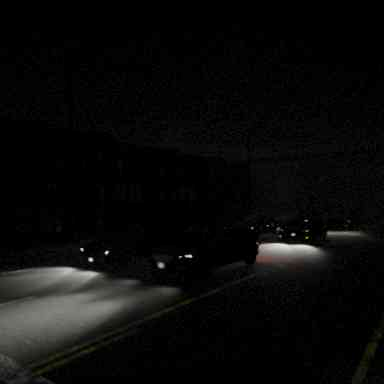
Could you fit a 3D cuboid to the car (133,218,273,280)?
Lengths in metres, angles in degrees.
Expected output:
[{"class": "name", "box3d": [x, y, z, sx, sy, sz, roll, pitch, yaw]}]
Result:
[{"class": "car", "box3d": [0.634, 1.875, 11.449, 2.128, 1.511, 4.902, -2, -2, 38]}]

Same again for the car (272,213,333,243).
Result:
[{"class": "car", "box3d": [6.566, 2.145, 19.530, 1.994, 1.385, 4.181, -2, -2, 35]}]

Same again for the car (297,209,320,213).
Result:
[{"class": "car", "box3d": [10.698, 2.411, 30.956, 1.837, 1.490, 4.892, -2, -1, 37]}]

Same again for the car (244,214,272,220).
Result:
[{"class": "car", "box3d": [4.289, 2.225, 22.302, 1.812, 1.442, 4.674, -2, -2, 36]}]

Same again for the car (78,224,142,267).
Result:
[{"class": "car", "box3d": [-1.969, 2.042, 13.836, 2.033, 1.411, 5.357, -2, -2, 36]}]

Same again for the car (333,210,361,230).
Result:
[{"class": "car", "box3d": [12.768, 2.262, 27.879, 1.882, 1.535, 5.008, -2, -2, 37]}]
